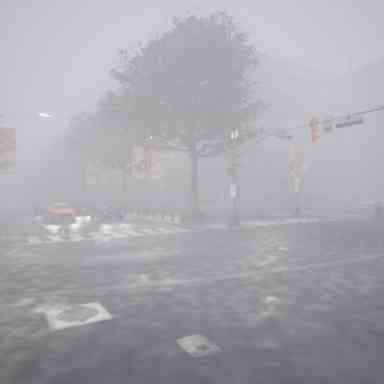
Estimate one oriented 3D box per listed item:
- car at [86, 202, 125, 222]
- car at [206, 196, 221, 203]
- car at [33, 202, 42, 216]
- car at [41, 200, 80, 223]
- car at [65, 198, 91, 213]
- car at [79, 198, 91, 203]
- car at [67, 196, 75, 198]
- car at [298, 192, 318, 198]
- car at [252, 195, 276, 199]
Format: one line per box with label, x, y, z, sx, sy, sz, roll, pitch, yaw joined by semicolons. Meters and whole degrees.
car;-7.407;1.777;28.702;1.895;1.301;4.718;-1;0;-31
car;4.017;1.591;69.599;2.161;1.482;4.786;-1;0;-31
car;-16.657;1.853;37.320;2.033;1.411;5.357;-1;0;-31
car;-11.260;1.696;28.316;1.882;1.535;5.008;-1;0;-31
car;-12.732;1.754;37.570;2.128;1.511;4.902;-1;0;-31
car;-26.887;2.078;83.421;1.895;1.301;4.718;-1;0;-31
car;-29.855;1.865;81.562;2.097;1.767;4.553;-1;0;-31
car;29.546;0.974;85.542;2.435;2.045;5.566;-1;0;-31
car;13.855;1.363;61.297;2.002;1.452;4.674;-1;0;-31
